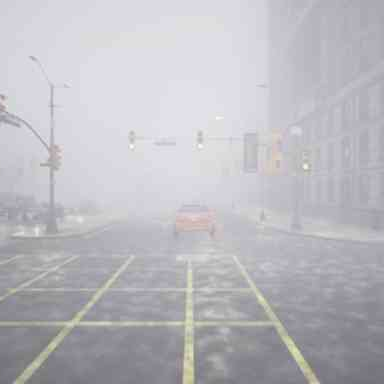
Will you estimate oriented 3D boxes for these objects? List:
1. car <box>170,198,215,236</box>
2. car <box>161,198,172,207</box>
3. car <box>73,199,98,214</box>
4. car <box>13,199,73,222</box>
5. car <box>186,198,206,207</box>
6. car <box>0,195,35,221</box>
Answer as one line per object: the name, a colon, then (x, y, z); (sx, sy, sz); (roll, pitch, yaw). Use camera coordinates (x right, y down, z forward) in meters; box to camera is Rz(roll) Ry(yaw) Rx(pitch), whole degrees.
car: (0.105, 1.375, 18.754); (2.097, 1.767, 4.553); (0, 0, 0)
car: (-3.896, 1.611, 52.488); (2.033, 1.411, 5.357); (0, 0, -8)
car: (-11.512, 1.535, 35.627); (2.128, 1.511, 4.902); (0, 0, 0)
car: (-11.519, 1.523, 26.196); (2.128, 1.511, 4.902); (0, 0, 0)
car: (0.674, 1.627, 52.517); (1.994, 1.385, 4.181); (0, 0, 20)
car: (-14.997, 1.255, 27.862); (2.150, 2.045, 5.566); (0, 0, 0)
